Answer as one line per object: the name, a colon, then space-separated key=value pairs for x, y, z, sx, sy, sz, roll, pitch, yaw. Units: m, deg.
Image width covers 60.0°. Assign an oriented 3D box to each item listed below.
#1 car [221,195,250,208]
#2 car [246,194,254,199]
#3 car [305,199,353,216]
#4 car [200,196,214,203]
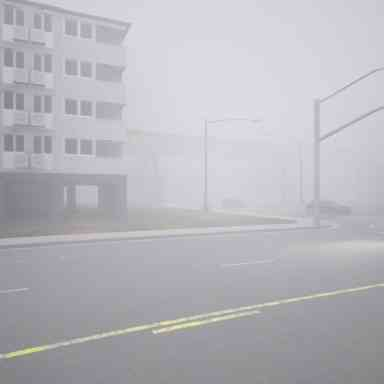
car: x=5.883 y=1.504 z=47.996 sx=1.837 sy=1.490 sz=4.892 roll=0 pitch=0 yaw=-24
car: x=11.118 y=1.540 z=75.343 sx=2.033 sy=1.411 sz=5.357 roll=0 pitch=0 yaw=41
car: x=13.193 y=1.504 z=32.367 sx=1.837 sy=1.490 sz=4.892 roll=0 pitch=0 yaw=-25
car: x=3.139 y=1.547 z=67.190 sx=2.033 sy=1.411 sz=5.357 roll=0 pitch=0 yaw=15
